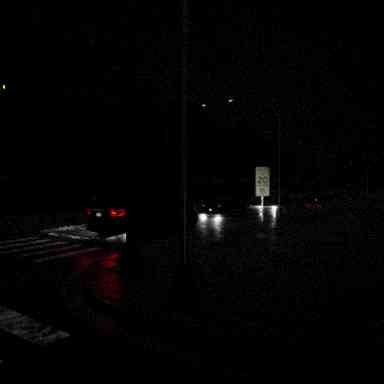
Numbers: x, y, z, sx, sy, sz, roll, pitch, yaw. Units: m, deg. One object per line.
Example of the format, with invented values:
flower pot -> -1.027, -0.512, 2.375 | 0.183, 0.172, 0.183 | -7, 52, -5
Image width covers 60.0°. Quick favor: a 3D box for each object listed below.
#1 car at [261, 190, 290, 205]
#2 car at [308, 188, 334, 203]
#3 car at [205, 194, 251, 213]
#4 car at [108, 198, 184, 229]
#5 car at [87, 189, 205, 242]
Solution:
car -> 8.894, 0.557, 35.197 | 1.837, 1.490, 4.892 | 0, 2, 35
car -> 15.166, 0.514, 38.958 | 1.895, 1.301, 4.718 | 0, 2, 35
car -> 2.887, 0.859, 26.734 | 2.033, 1.411, 5.357 | 0, 2, 35
car -> -2.524, 1.118, 19.102 | 1.994, 1.385, 4.181 | 0, 2, 35
car -> -1.979, 0.879, 14.759 | 2.150, 2.045, 5.566 | 0, 2, 35
